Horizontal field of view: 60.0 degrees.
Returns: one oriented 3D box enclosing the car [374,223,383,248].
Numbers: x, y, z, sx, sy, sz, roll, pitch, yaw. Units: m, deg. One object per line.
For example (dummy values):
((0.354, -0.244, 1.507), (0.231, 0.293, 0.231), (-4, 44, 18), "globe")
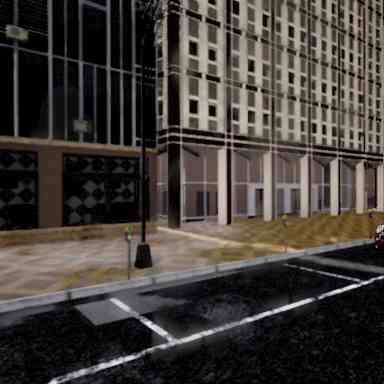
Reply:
((8.811, 1.371, 12.838), (4.097, 1.590, 1.967), (0, 0, -35), "car")
